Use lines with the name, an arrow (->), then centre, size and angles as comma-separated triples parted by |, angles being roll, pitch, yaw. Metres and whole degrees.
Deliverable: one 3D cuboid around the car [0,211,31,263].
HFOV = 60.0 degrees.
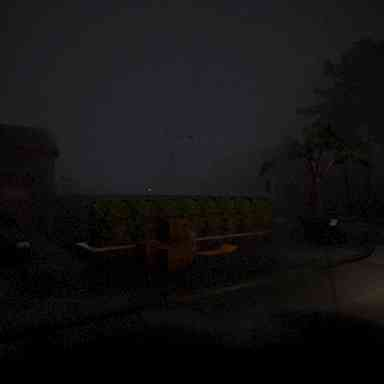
car -> -6.510, 1.356, 10.753 | 2.033, 1.415, 5.357 | 0, 0, -33
